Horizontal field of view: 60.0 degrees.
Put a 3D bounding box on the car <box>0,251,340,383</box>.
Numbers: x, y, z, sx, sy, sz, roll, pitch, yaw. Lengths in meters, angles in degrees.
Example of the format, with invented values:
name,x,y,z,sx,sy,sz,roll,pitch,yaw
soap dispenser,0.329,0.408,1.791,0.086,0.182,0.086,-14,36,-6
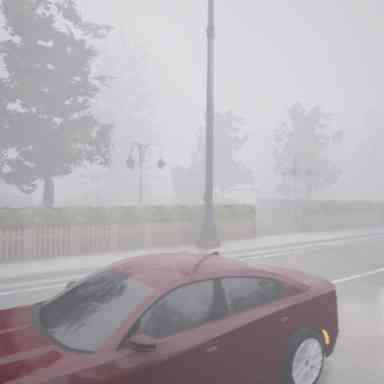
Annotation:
name,x,y,z,sx,sy,sz,roll,pitch,yaw
car,-0.384,1.499,3.716,5.008,1.535,1.882,1,-1,-35
